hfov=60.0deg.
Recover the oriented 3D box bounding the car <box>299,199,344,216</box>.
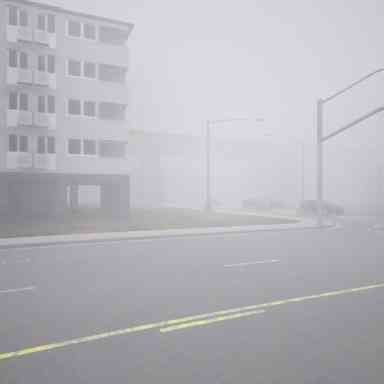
[{"bbox_3d":[12.926,1.505,33.439,1.837,1.490,4.892,0,0,-25],"label":"car"}]

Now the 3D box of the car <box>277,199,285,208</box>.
[{"bbox_3d":[10.743,1.547,46.783,2.033,1.411,5.357,0,0,-25],"label":"car"}]

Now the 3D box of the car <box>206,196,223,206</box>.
[{"bbox_3d":[3.588,1.501,54.531,1.837,1.490,4.892,-1,1,-13],"label":"car"}]

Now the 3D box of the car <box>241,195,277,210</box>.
[{"bbox_3d":[8.330,1.492,43.270,2.128,1.511,4.902,0,0,-25],"label":"car"}]
